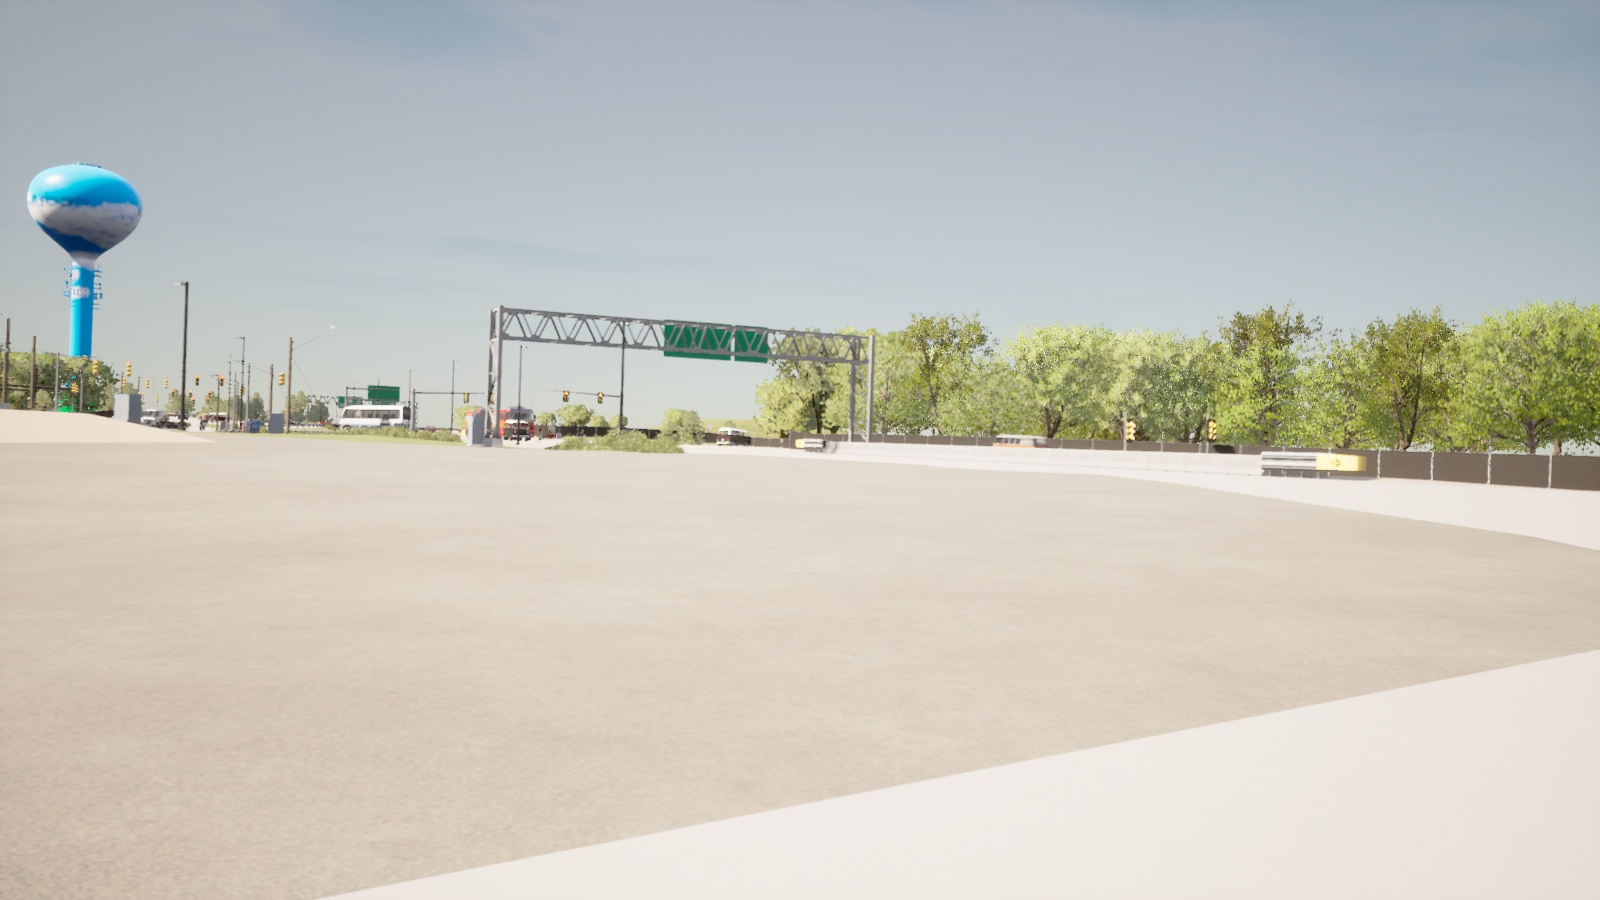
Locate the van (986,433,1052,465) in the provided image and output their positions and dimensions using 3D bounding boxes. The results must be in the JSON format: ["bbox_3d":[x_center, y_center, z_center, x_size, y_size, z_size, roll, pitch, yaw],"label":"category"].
[{"bbox_3d":[15.019,-0.100,86.400,1.775,1.987,4.442,2,1,-35],"label":"van"}]
